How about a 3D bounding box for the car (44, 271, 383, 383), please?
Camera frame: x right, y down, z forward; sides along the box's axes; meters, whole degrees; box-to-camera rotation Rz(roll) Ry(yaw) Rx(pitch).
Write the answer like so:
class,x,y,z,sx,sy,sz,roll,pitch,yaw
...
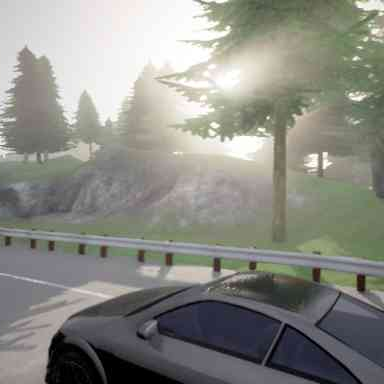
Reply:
class,x,y,z,sx,sy,sz,roll,pitch,yaw
car,0.440,1.549,3.316,4.181,1.385,1.994,0,0,34
